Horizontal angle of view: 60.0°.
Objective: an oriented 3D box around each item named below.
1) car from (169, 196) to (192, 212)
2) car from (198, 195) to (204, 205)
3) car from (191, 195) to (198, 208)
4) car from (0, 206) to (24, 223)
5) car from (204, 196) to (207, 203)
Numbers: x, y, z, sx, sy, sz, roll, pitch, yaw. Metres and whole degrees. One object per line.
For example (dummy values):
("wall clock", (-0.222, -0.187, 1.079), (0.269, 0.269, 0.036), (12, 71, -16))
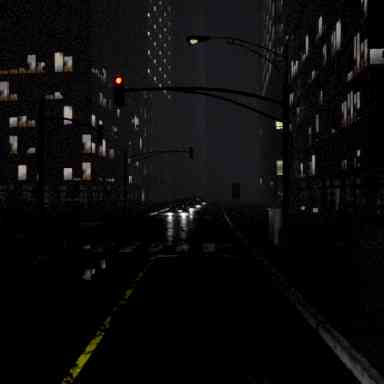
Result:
("car", (-1.448, 1.499, 37.854), (1.812, 1.442, 4.674), (0, 0, 5))
("car", (0.443, 1.293, 56.634), (2.097, 1.767, 4.553), (0, 0, 7))
("car", (-0.631, 1.486, 46.819), (1.812, 1.442, 4.674), (0, 0, 6))
("car", (-16.444, 1.854, 28.063), (4.403, 1.369, 2.008), (-1, 1, 10))
("car", (2.061, 1.460, 68.608), (2.033, 1.411, 5.357), (0, 0, 8))
